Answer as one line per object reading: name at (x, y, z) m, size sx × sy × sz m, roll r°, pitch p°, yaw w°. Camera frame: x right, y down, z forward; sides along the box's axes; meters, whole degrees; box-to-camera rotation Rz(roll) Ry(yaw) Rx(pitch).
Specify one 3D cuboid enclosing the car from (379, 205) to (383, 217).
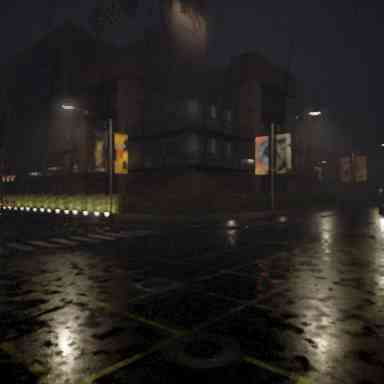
car at (19.867, 1.636, 32.731) m, size 2.128 × 1.511 × 4.902 m, roll 0°, pitch -1°, yaw 42°
